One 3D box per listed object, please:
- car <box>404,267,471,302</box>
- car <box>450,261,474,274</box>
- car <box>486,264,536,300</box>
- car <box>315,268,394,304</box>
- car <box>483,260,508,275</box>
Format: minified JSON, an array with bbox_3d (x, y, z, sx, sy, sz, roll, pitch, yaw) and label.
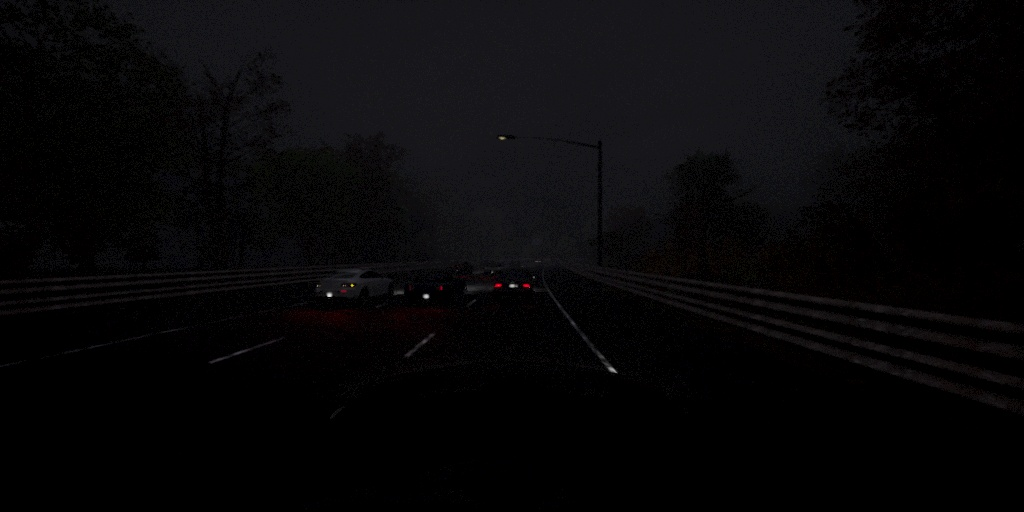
[{"bbox_3d":[-3.410,1.359,16.966,1.895,1.301,4.718,0,0,3],"label":"car"},{"bbox_3d":[-5.429,1.280,39.207,2.128,1.511,4.902,0,0,5],"label":"car"},{"bbox_3d":[0.151,1.319,17.765,2.033,1.411,5.357,0,0,3],"label":"car"},{"bbox_3d":[-6.925,1.271,16.148,1.812,1.442,4.674,0,0,3],"label":"car"},{"bbox_3d":[-1.883,1.402,39.912,1.895,1.301,4.718,0,0,5],"label":"car"}]
